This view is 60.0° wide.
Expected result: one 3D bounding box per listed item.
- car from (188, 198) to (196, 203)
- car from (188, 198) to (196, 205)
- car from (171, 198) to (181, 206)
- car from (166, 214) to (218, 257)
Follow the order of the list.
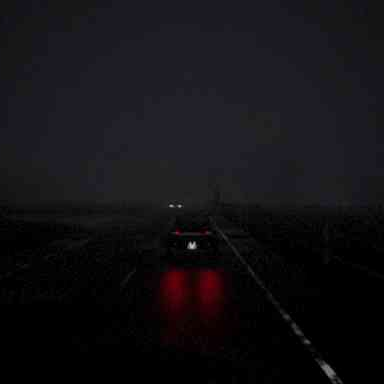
[{"bbox_3d":[-0.005,2.232,90.320,2.033,1.411,5.357,0,-1,0],"label":"car"},{"bbox_3d":[-0.005,2.289,80.314,1.812,1.442,4.674,0,-1,0],"label":"car"},{"bbox_3d":[-3.505,2.046,72.446,2.097,1.767,4.553,0,-1,0],"label":"car"},{"bbox_3d":[0.022,1.624,13.491,2.128,1.511,4.902,0,0,0],"label":"car"}]
